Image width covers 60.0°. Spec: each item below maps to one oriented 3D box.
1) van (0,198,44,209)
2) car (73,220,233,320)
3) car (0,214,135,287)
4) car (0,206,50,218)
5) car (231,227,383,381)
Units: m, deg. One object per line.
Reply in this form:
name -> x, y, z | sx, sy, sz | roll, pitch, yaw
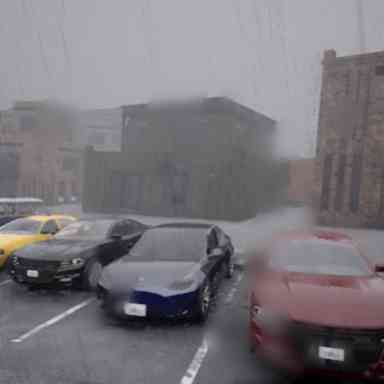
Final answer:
van -> -7.400, 1.218, 12.841 | 1.878, 1.987, 4.442 | 0, -1, 15
car -> -0.258, 1.491, 7.598 | 2.163, 1.488, 4.792 | 1, 0, 16
car -> -2.637, 1.455, 9.335 | 2.097, 1.535, 5.008 | 1, -1, 15
car -> -5.086, 1.444, 10.848 | 1.946, 1.575, 5.366 | 1, -1, 15
car -> 2.147, 1.468, 5.930 | 2.097, 1.535, 5.008 | 1, -1, 16
